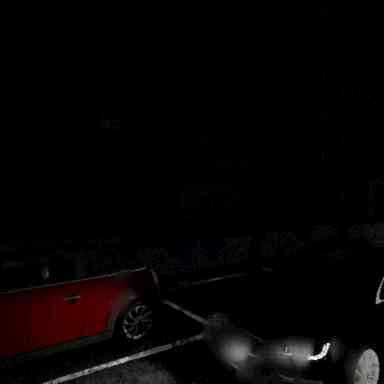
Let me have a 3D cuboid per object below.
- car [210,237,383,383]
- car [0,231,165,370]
[{"bbox_3d":[2.487,1.518,5.026,4.892,1.490,1.837,0,0,-35],"label":"car"},{"bbox_3d":[-2.513,1.442,4.743,4.097,1.590,1.967,0,0,-35],"label":"car"}]
